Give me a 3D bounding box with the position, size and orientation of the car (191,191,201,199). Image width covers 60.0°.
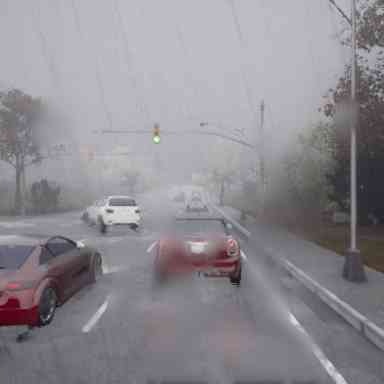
[{"bbox_3d":[0.816,1.115,68.928,1.812,1.442,4.674,0,3,1],"label":"car"}]

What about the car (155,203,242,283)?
[{"bbox_3d":[0.172,1.365,9.843,2.097,1.767,4.553,0,0,0],"label":"car"}]

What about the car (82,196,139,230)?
[{"bbox_3d":[-5.121,1.251,20.911,2.150,2.045,5.566,2,-1,-31],"label":"car"}]

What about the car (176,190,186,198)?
[{"bbox_3d":[-2.552,0.464,78.977,2.033,1.411,5.357,0,3,1],"label":"car"}]

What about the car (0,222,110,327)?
[{"bbox_3d":[-3.351,1.574,7.046,1.994,1.385,4.181,0,0,1],"label":"car"}]

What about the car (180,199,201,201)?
[{"bbox_3d":[0.318,1.524,23.163,2.128,1.511,4.902,0,0,1],"label":"car"}]

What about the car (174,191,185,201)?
[{"bbox_3d":[-2.683,1.144,68.976,1.994,1.385,4.181,0,3,1],"label":"car"}]
